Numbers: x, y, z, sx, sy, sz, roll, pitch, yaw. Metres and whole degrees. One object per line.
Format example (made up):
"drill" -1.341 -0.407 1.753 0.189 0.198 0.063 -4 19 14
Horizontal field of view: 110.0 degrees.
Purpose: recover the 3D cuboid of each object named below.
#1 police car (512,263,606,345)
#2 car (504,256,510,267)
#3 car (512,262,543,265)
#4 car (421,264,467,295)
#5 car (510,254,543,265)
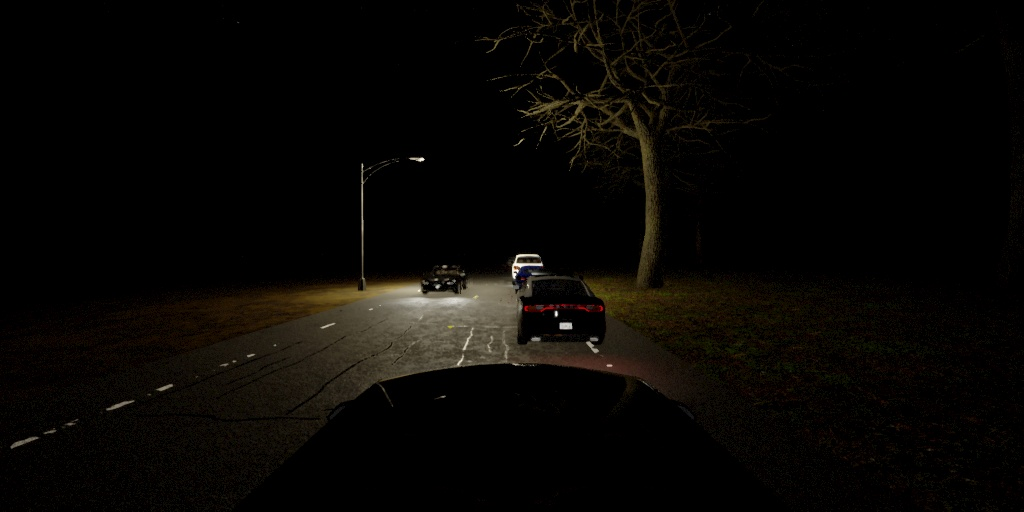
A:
"police car" 1.063 1.164 9.628 1.930 1.638 5.238 0 0 0
"car" 0.148 0.911 54.525 1.812 1.442 4.674 0 1 0
"car" 1.079 1.236 19.519 1.812 1.442 4.674 0 0 0
"car" -3.571 1.215 19.599 1.837 1.490 4.892 0 0 0
"car" 1.089 0.909 25.549 2.150 2.045 5.566 0 0 0
